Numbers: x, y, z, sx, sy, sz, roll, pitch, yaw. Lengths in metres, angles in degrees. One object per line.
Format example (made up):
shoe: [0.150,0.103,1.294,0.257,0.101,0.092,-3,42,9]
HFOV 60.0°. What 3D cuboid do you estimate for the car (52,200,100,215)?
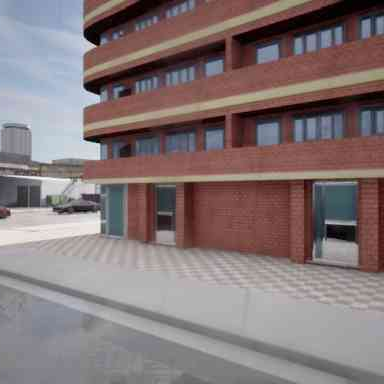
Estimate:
car: [-11.730,1.546,34.630,2.033,1.411,5.357,0,0,34]

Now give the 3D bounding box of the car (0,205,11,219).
car: [-17.040,1.563,26.903,1.994,1.385,4.181,0,0,34]
